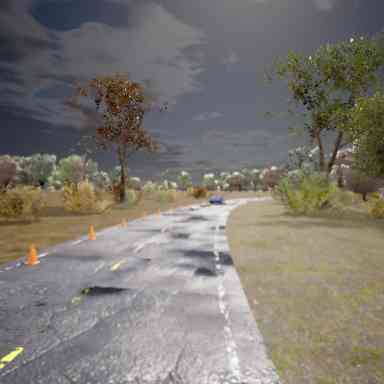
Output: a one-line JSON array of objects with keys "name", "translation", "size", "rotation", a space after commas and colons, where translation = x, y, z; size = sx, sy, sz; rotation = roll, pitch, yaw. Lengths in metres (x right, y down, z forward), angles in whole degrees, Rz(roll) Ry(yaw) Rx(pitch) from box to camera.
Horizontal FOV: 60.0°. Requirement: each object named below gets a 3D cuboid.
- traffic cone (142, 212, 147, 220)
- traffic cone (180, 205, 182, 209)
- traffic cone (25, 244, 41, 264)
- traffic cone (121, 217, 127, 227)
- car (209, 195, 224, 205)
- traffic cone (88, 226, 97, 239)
[{"name": "traffic cone", "translation": [-3.647, 1.828, 25.420], "size": [0.340, 0.580, 0.340], "rotation": [0, 0, 7]}, {"name": "traffic cone", "translation": [-1.343, 1.759, 40.424], "size": [0.340, 0.580, 0.340], "rotation": [0, 0, 11]}, {"name": "traffic cone", "translation": [-4.930, 1.897, 10.294], "size": [0.340, 0.580, 0.340], "rotation": [0, 0, 3]}, {"name": "traffic cone", "translation": [-4.189, 1.851, 20.388], "size": [0.340, 0.580, 0.340], "rotation": [0, 0, 5]}, {"name": "car", "translation": [3.911, 1.232, 52.619], "size": [1.882, 1.535, 5.008], "rotation": [0, 0, 14]}, {"name": "traffic cone", "translation": [-4.616, 1.874, 15.345], "size": [0.340, 0.580, 0.340], "rotation": [0, 0, 4]}]
